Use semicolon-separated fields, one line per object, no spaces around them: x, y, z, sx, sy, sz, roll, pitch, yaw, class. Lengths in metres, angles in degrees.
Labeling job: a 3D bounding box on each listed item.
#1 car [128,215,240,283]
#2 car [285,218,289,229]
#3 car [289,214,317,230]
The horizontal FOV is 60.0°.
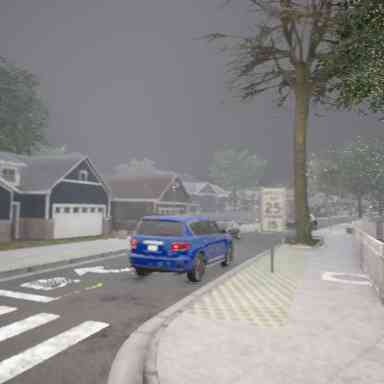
-0.134;1.880;12.178;2.150;2.045;5.566;0;-3;23;car
12.249;4.163;44.409;1.895;1.301;4.718;0;-3;29;car
14.586;3.768;42.700;2.150;2.045;5.566;0;-3;30;car
